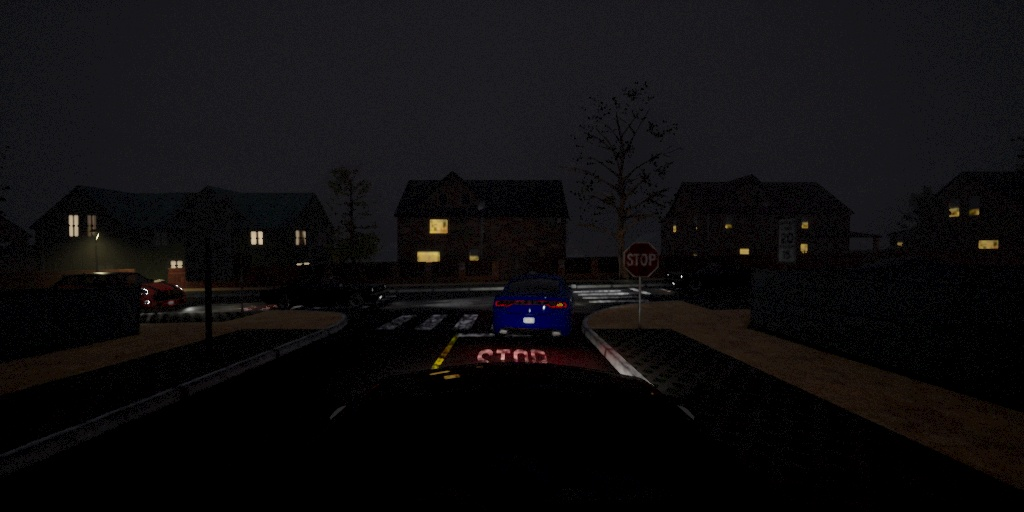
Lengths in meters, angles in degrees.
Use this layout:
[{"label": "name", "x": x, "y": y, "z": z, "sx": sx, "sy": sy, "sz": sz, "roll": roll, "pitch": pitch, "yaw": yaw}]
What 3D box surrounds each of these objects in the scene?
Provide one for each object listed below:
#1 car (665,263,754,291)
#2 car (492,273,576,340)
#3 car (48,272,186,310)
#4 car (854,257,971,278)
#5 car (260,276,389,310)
[{"label": "car", "x": 10.396, "y": 1.031, "z": 18.256, "sx": 4.718, "sy": 1.301, "sz": 1.895, "roll": -1, "pitch": 1, "yaw": -1}, {"label": "car", "x": 0.779, "y": 1.225, "z": 10.113, "sx": 1.882, "sy": 1.535, "sz": 5.008, "roll": 0, "pitch": 0, "yaw": 10}, {"label": "car", "x": -16.811, "y": 1.468, "z": 15.298, "sx": 4.553, "sy": 1.767, "sz": 2.097, "roll": -1, "pitch": 1, "yaw": 0}, {"label": "car", "x": 20.042, "y": 0.750, "z": 18.300, "sx": 5.357, "sy": 1.411, "sz": 2.033, "roll": -1, "pitch": 1, "yaw": 0}, {"label": "car", "x": -7.823, "y": 1.503, "z": 15.313, "sx": 4.718, "sy": 1.301, "sz": 1.895, "roll": -1, "pitch": 1, "yaw": 0}]
